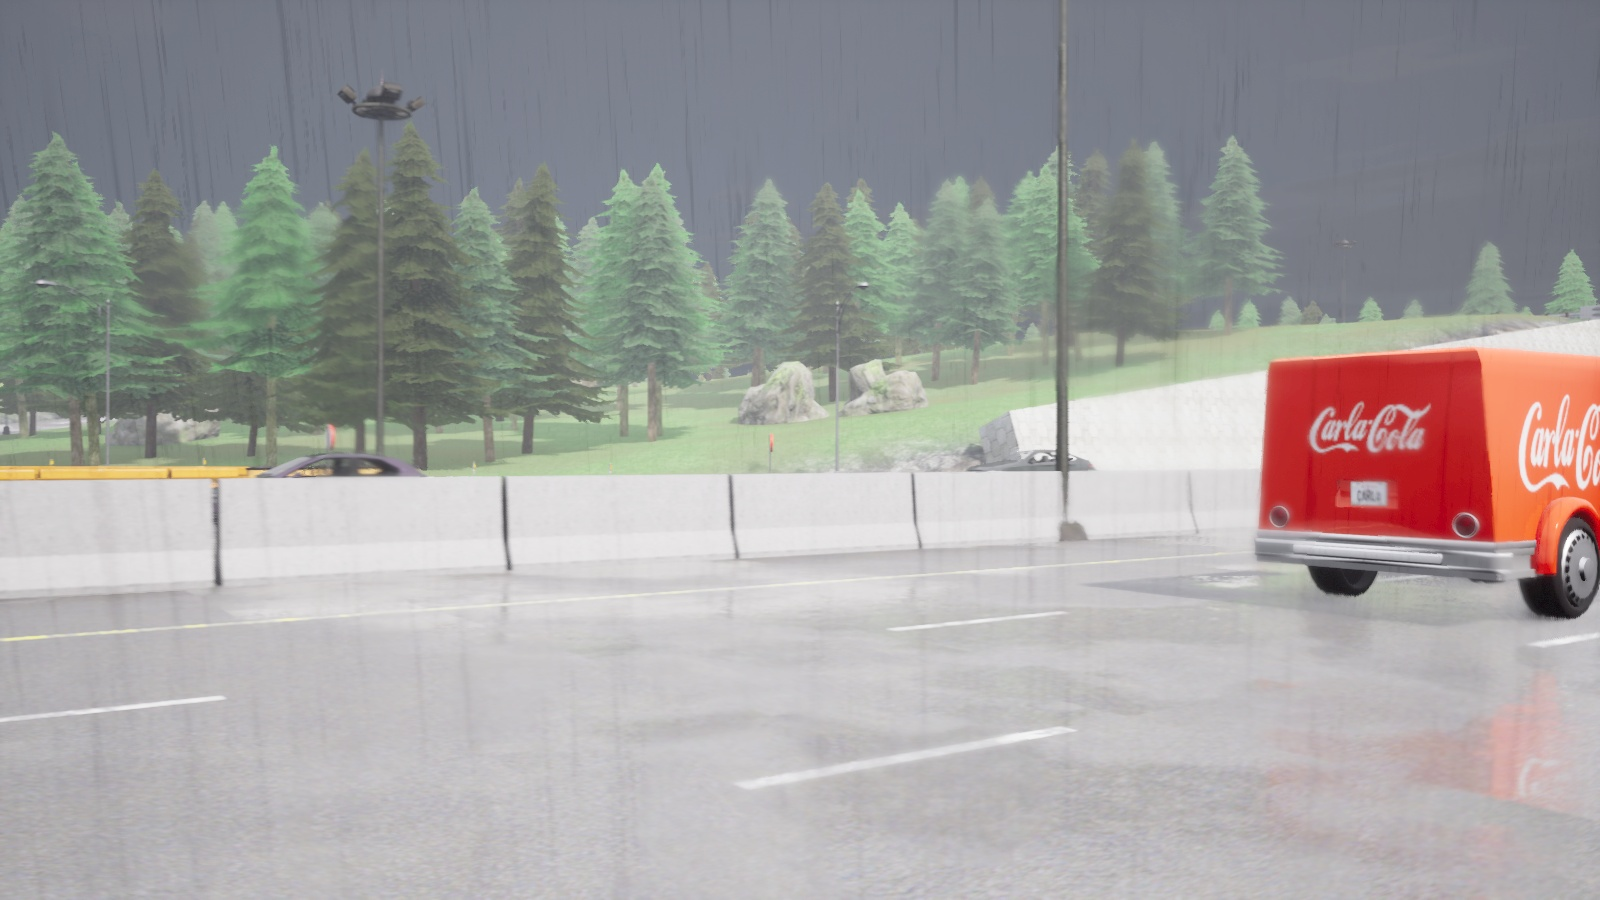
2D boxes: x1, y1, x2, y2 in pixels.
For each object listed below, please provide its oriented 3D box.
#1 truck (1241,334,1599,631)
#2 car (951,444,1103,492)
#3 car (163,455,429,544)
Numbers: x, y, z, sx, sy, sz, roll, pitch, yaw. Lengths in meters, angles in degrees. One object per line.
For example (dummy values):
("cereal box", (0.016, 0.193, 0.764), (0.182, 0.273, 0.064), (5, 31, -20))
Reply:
("truck", (7.315, 0.275, 13.016), (5.204, 2.467, 2.627), (0, 0, -35))
("car", (8.148, 0.616, 45.096), (5.027, 1.651, 2.152), (0, 0, -23))
("car", (-9.138, 0.834, 22.884), (4.193, 1.474, 1.816), (0, 0, -35))
